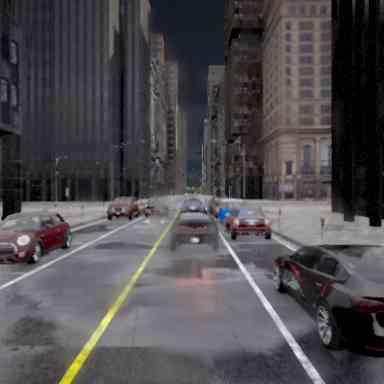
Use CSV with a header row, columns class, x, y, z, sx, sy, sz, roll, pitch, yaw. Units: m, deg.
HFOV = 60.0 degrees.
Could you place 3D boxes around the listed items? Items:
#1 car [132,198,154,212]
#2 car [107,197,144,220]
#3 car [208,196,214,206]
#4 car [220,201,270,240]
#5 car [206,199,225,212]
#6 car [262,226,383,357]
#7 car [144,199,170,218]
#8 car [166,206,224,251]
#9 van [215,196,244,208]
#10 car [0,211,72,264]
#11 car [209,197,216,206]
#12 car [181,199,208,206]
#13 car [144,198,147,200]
class,x,y,z,sx,sy,sz,roll,pitch,yaw
car,-5.769,1.491,39.660,1.967,1.590,4.097,0,0,0
car,-5.769,1.351,28.456,2.192,1.841,5.009,0,0,0
car,2.756,1.359,34.060,2.192,1.841,5.009,0,0,0
car,2.758,1.462,17.254,1.967,1.590,4.097,0,0,0
car,2.756,1.602,39.662,2.008,1.369,4.403,0,0,0
car,2.760,1.574,6.051,1.947,1.339,4.313,0,0,0
car,-3.090,1.603,30.189,1.994,1.385,4.181,0,0,0
car,0.087,1.518,14.155,1.837,1.490,4.892,0,-2,0
van,2.757,1.370,22.857,1.690,1.788,3.998,0,0,0
car,-5.766,1.455,11.649,1.967,1.590,4.097,0,0,0
car,2.757,1.476,28.458,1.967,1.590,4.097,0,0,0
car,0.079,1.390,29.107,2.097,1.767,4.553,0,0,0
car,-5.768,1.569,33.888,1.752,1.417,4.829,0,0,0
